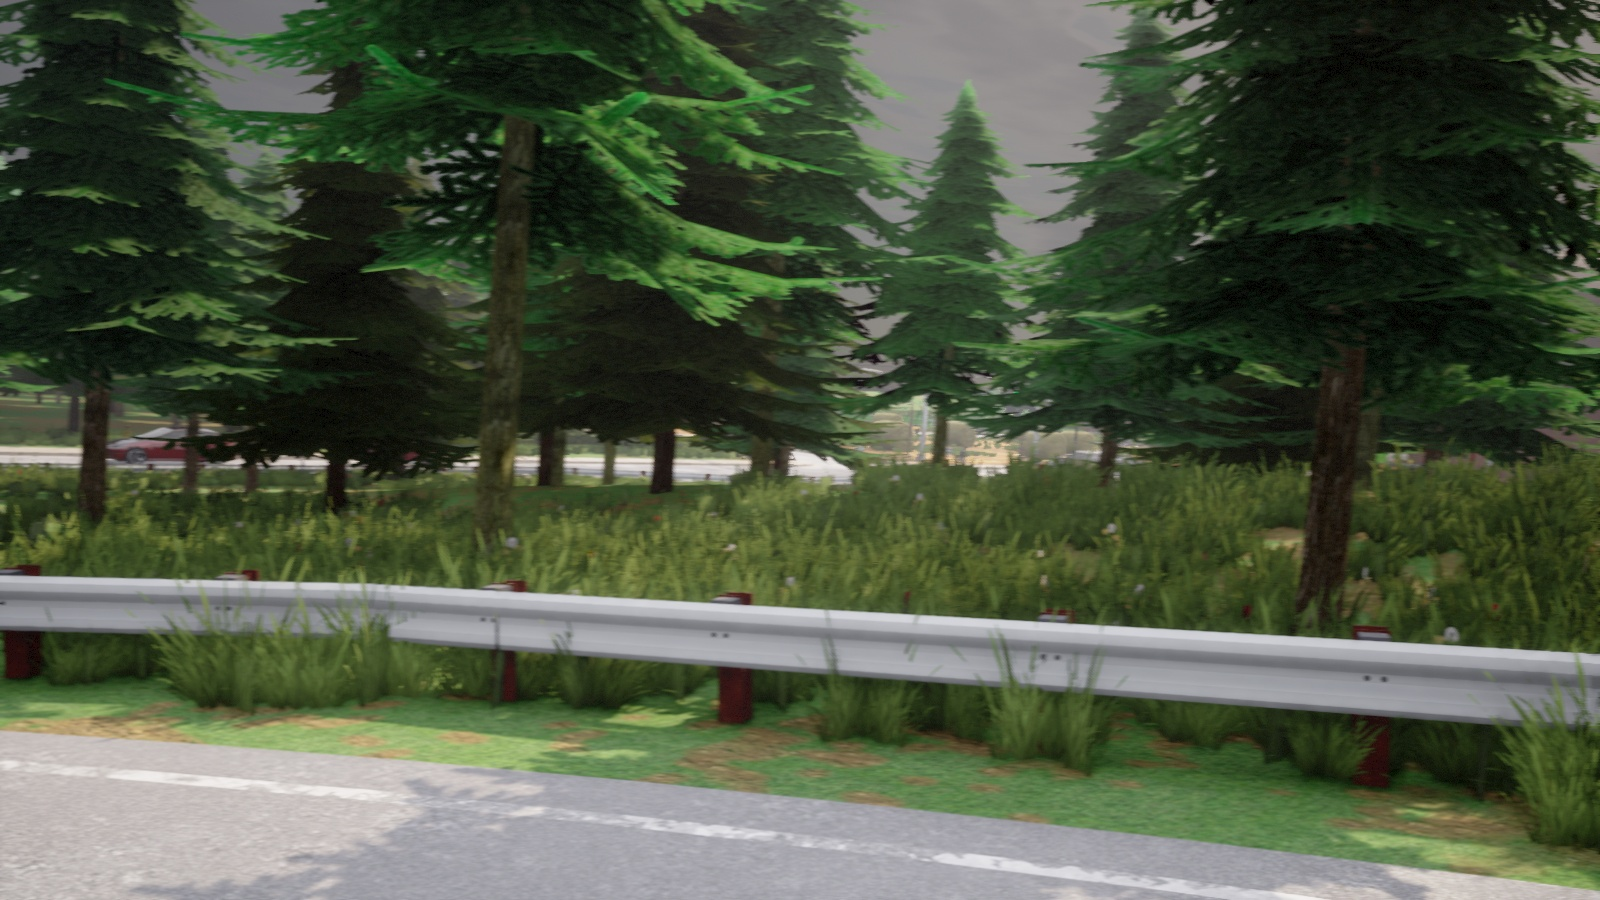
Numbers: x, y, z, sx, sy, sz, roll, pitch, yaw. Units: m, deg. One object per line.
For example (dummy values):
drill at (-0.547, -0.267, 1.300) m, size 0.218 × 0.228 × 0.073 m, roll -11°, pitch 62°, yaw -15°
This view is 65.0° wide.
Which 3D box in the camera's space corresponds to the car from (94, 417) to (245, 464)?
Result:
car at (-24.599, -0.361, 49.108) m, size 4.792 × 1.488 × 2.163 m, roll 2°, pitch 4°, yaw -45°

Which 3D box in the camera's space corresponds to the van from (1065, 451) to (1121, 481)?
van at (21.523, 1.213, 92.178) m, size 1.775 × 1.987 × 4.442 m, roll 7°, pitch 4°, yaw 43°
